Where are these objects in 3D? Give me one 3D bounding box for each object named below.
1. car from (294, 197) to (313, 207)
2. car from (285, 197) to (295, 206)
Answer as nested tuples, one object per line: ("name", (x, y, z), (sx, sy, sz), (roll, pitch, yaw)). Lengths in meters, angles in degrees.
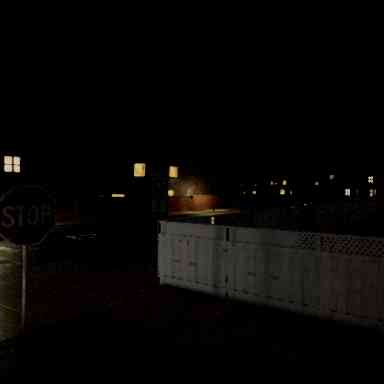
("car", (15.350, 1.605, 45.374), (1.994, 1.385, 4.181), (1, 0, 16))
("car", (16.782, 1.531, 55.292), (1.812, 1.442, 4.674), (1, 0, 2))
